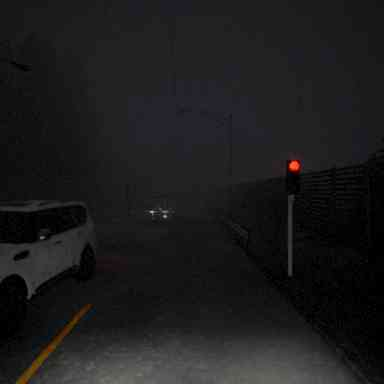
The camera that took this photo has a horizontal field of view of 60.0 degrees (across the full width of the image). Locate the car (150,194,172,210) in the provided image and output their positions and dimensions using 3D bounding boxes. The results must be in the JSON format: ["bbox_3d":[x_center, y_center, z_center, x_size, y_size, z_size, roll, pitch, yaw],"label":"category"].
[{"bbox_3d":[-4.209,1.221,43.912,2.150,2.045,5.566,0,0,0],"label":"car"}]

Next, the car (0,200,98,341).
[{"bbox_3d":[-3.739,1.221,6.908,2.150,2.045,5.566,0,0,3],"label":"car"}]

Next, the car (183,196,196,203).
[{"bbox_3d":[-0.280,1.526,67.646,1.812,1.442,4.674,0,0,-5],"label":"car"}]

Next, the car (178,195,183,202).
[{"bbox_3d":[-3.905,1.500,77.012,4.892,1.490,1.837,0,0,40],"label":"car"}]

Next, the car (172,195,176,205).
[{"bbox_3d":[-4.221,1.352,53.763,2.097,1.767,4.553,0,0,0],"label":"car"}]

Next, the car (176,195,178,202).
[{"bbox_3d":[-4.193,1.525,63.957,1.812,1.442,4.674,0,0,0],"label":"car"}]
